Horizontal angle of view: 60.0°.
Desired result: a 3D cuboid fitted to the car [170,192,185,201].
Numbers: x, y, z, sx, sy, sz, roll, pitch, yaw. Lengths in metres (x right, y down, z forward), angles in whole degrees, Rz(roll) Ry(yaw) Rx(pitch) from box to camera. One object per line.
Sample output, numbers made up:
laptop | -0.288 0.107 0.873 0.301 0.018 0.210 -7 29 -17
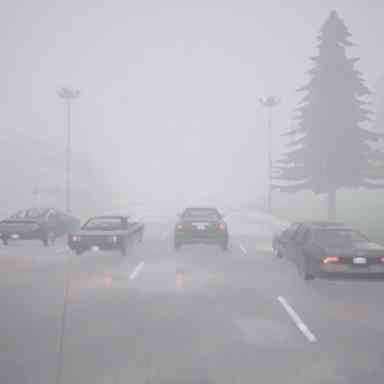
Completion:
car | -3.730 1.151 85.525 2.150 2.045 5.566 0 0 18

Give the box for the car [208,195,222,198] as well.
car | 5.151 1.514 74.130 2.033 1.411 5.357 0 0 4

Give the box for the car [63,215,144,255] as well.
car | -3.143 1.579 13.230 1.895 1.301 4.718 0 0 1

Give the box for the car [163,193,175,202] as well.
car | -5.301 1.454 75.521 2.128 1.511 4.902 0 0 4

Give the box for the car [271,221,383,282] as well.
car | 3.771 1.558 9.848 2.033 1.411 5.357 0 0 2

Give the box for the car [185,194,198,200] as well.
car | -0.154 1.299 85.368 1.837 1.490 4.892 0 0 18

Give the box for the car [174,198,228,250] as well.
car | 0.389 1.345 14.545 2.097 1.767 4.553 0 0 1

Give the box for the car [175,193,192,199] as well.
car | -1.814 1.169 75.073 2.150 2.045 5.566 0 0 4

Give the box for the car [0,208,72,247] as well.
car | -6.603 1.453 14.940 2.128 1.511 4.902 0 0 1

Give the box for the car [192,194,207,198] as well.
car | 1.666 1.314 74.567 2.097 1.767 4.553 0 0 4

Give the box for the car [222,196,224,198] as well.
car | 6.854 1.431 84.372 1.837 1.490 4.892 0 0 18
